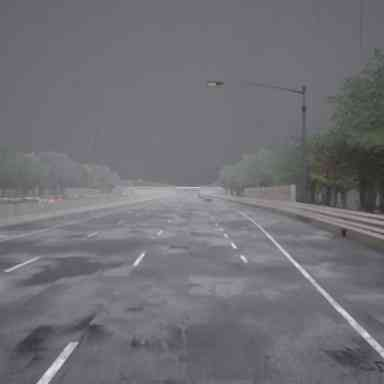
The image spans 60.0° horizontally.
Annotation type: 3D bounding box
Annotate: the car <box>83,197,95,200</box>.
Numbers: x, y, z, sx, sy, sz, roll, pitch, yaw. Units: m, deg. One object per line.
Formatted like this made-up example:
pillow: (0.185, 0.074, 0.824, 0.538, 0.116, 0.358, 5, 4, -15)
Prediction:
car: (-17.528, 1.571, 56.756, 2.033, 1.411, 5.357, 0, 0, 0)

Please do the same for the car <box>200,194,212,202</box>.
car: (3.464, 1.607, 76.971, 1.895, 1.301, 4.718, 0, 0, 0)

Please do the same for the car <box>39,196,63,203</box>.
car: (-21.079, 1.373, 49.753, 2.097, 1.767, 4.553, 0, 0, 0)
